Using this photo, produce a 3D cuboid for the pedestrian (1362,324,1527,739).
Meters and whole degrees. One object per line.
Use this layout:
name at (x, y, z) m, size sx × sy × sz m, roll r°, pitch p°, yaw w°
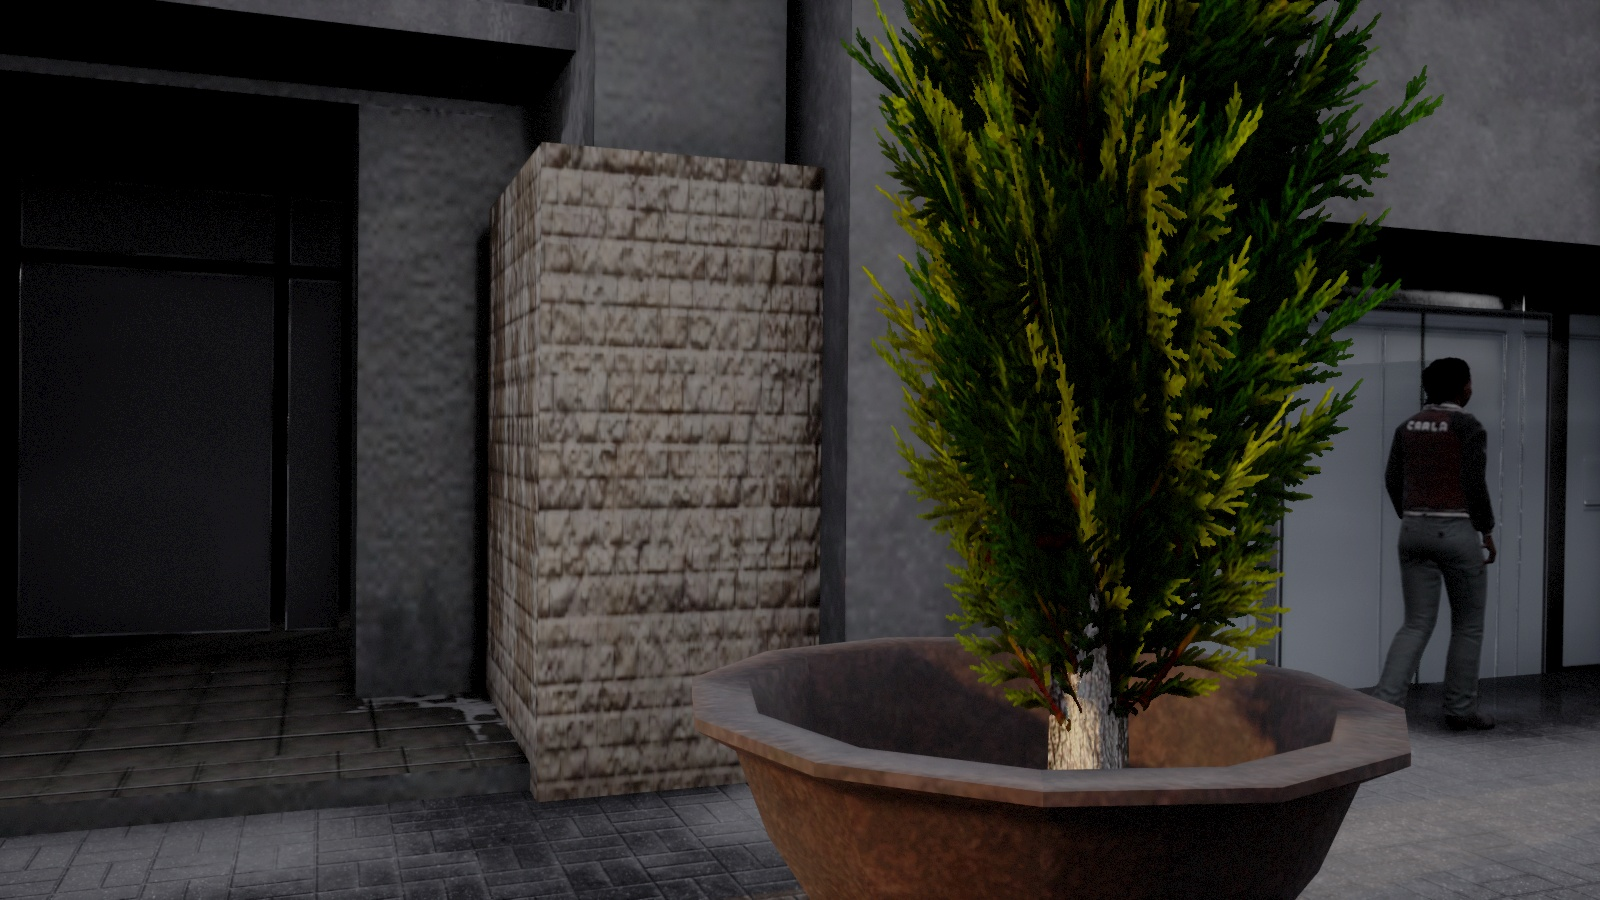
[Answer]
pedestrian at (3.163, 0.373, 6.168) m, size 0.666 × 1.930 × 0.402 m, roll -1°, pitch 1°, yaw -27°
